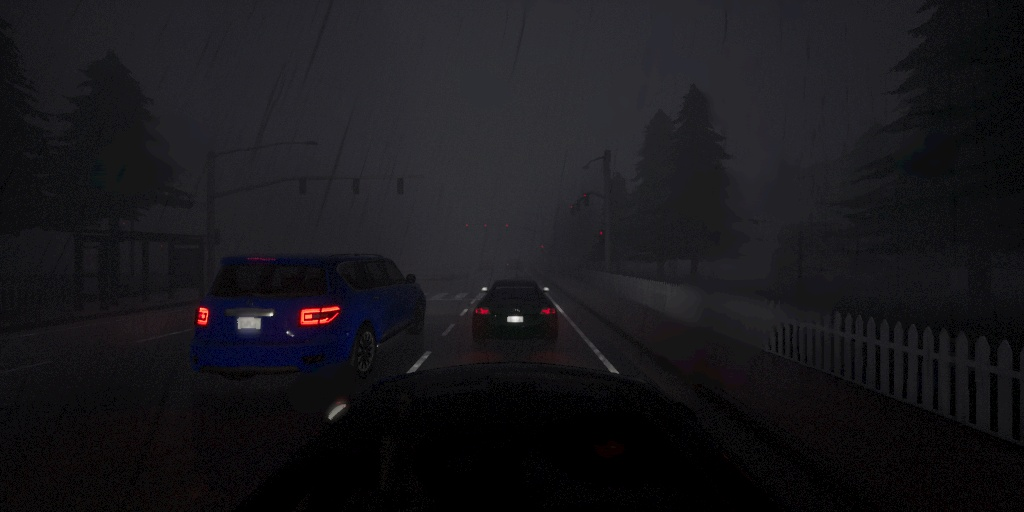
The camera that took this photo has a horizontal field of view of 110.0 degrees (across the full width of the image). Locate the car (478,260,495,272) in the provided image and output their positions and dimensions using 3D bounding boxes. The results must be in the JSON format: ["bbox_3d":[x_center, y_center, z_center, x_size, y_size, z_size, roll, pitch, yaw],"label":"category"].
[{"bbox_3d":[-3.218,1.242,45.581,2.128,1.511,4.902,0,0,1],"label":"car"}]

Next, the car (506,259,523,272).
[{"bbox_3d":[0.285,1.102,45.619,2.097,1.767,4.553,0,0,0],"label":"car"}]

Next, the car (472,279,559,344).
[{"bbox_3d":[0.090,1.314,9.635,1.994,1.385,4.181,0,0,1],"label":"car"}]

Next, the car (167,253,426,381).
[{"bbox_3d":[-3.403,0.972,7.356,2.150,2.045,5.566,0,0,0],"label":"car"}]
